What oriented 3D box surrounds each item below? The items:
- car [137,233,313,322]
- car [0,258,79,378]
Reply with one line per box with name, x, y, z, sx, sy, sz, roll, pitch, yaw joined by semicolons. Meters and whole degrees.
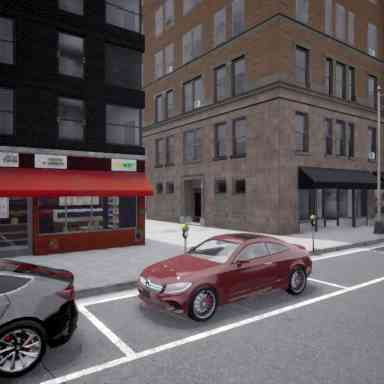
car;0.884;1.582;7.160;4.206;1.307;1.802;0;0;-35
car;-3.597;1.566;3.969;4.313;1.339;1.947;0;0;-35
